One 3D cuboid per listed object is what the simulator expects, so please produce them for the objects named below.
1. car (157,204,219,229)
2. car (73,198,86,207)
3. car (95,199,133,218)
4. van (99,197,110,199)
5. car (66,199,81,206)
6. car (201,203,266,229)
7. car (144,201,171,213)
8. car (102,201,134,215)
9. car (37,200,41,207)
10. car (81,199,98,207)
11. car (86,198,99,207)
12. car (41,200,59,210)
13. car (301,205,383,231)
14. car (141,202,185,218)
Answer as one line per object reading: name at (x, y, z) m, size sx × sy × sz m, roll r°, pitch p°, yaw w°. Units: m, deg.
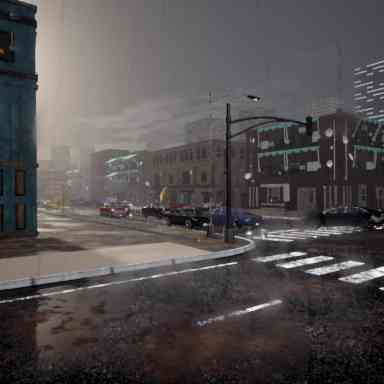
car at (-0.394, 1.815, 23.784) m, size 1.947 × 1.339 × 4.313 m, roll -1°, pitch 0°, yaw -35°
car at (-22.333, 2.053, 65.014) m, size 2.097 × 1.767 × 4.553 m, roll -1°, pitch 0°, yaw -39°
car at (-8.331, 1.847, 35.169) m, size 1.967 × 1.590 × 4.097 m, roll -1°, pitch 0°, yaw -35°
van at (-14.318, 1.907, 58.076) m, size 1.690 × 1.788 × 3.998 m, roll -1°, pitch 0°, yaw -35°
car at (-27.130, 2.365, 76.130) m, size 1.947 × 1.339 × 4.313 m, roll -1°, pitch 0°, yaw -35°
car at (2.774, 1.750, 23.980) m, size 2.033 × 1.411 × 5.357 m, roll -1°, pitch 0°, yaw -34°
car at (-4.699, 1.966, 44.536) m, size 1.802 × 1.307 × 4.206 m, roll -2°, pitch 0°, yaw -35°
car at (-9.205, 1.930, 40.909) m, size 2.128 × 1.511 × 4.902 m, roll -1°, pitch 0°, yaw -35°
car at (-30.758, 2.377, 66.764) m, size 2.008 × 1.369 × 4.403 m, roll -1°, pitch 0°, yaw -35°
car at (-20.722, 2.228, 67.103) m, size 1.887 × 1.381 × 4.507 m, roll -1°, pitch 0°, yaw -35°
car at (-17.523, 1.940, 62.589) m, size 2.192 × 1.841 × 5.009 m, roll -1°, pitch 0°, yaw -35°
car at (-24.251, 2.233, 57.598) m, size 1.752 × 1.417 × 4.829 m, roll -1°, pitch 0°, yaw -35°
car at (9.412, 1.560, 20.825) m, size 4.902 × 1.511 × 2.128 m, roll -2°, pitch 0°, yaw 29°
car at (-3.206, 1.813, 32.443) m, size 2.128 × 1.511 × 4.902 m, roll -1°, pitch 0°, yaw -35°
